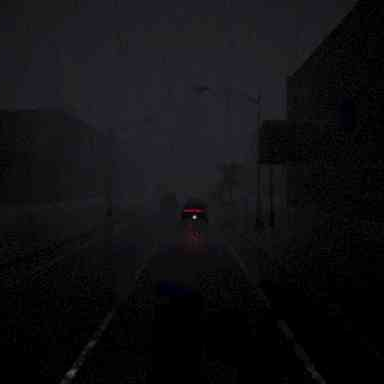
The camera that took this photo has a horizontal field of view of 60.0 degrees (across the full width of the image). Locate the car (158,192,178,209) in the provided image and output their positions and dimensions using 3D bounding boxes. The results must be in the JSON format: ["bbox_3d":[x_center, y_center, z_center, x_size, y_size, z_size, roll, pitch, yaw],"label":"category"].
[{"bbox_3d":[-2.944,1.067,41.857,2.150,2.045,5.566,0,0,0],"label":"car"}]

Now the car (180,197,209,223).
[{"bbox_3d":[0.187,1.431,25.064,1.837,1.490,4.892,0,1,0],"label":"car"}]

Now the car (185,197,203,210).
[{"bbox_3d":[0.246,1.379,41.677,2.033,1.411,5.357,0,0,0],"label":"car"}]
